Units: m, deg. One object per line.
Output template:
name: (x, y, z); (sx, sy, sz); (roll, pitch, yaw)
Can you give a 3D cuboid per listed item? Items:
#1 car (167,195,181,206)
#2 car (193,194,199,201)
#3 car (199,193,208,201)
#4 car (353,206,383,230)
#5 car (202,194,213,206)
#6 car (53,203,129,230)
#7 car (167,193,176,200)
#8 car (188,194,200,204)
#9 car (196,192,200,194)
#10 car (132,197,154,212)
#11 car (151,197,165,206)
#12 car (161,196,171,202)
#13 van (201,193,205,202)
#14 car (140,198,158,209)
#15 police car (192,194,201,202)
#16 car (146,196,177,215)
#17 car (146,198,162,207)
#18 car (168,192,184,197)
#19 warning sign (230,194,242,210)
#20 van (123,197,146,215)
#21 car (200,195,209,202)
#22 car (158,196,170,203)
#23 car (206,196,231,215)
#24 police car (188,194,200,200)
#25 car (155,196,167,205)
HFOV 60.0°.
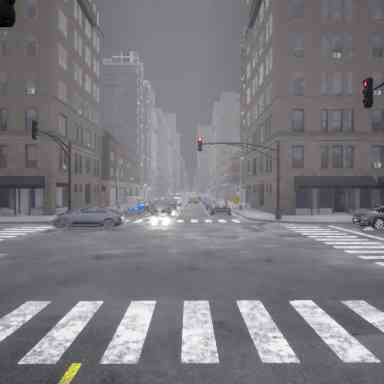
car: (-2.966, 1.494, 43.800); (2.128, 1.511, 4.902); (0, 0, 0)
car: (1.062, 1.447, 89.580); (1.801, 1.575, 5.366); (0, 0, 0)
car: (2.926, 1.309, 84.412); (2.192, 1.841, 5.009); (0, 0, 0)
car: (12.625, 1.518, 20.729); (4.892, 1.490, 1.837); (0, 0, 0)
car: (2.803, 1.443, 44.727); (1.967, 1.590, 4.097); (0, 0, 0)
car: (-6.313, 1.563, 20.602); (4.181, 1.385, 1.994); (0, 0, 0)
car: (-5.582, 1.306, 90.096); (2.192, 1.841, 5.009); (0, 0, 0)
car: (0.193, 1.602, 62.987); (1.895, 1.301, 4.718); (0, 0, 0)
car: (0.223, 1.291, 72.961); (1.882, 1.535, 5.008); (0, 0, 0)
car: (-5.740, 1.442, 39.082); (1.967, 1.590, 4.097); (0, 0, 0)
car: (-5.688, 1.568, 56.087); (1.947, 1.339, 4.313); (0, 0, 0)
car: (-5.634, 1.543, 73.091); (1.887, 1.381, 4.507); (0, 0, 0)
van: (2.838, 1.343, 56.066); (1.690, 1.788, 3.998); (0, 0, 0)
car: (-5.723, 1.568, 44.750); (1.947, 1.339, 4.313); (0, 0, 0)
police car: (1.040, 1.421, 79.485); (1.930, 1.638, 5.238); (0, 0, -1)
car: (-3.003, 1.493, 33.555); (2.128, 1.511, 4.902); (0, 0, 0)
car: (-5.705, 1.585, 50.418); (1.802, 1.307, 4.206); (0, 0, 0)
car: (-2.920, 1.223, 54.528); (2.150, 2.045, 5.566); (0, 0, 0)
warning sign: (5.188, 1.118, 39.376); (1.300, 1.860, 1.060); (0, 0, 0)
van: (-5.758, 1.343, 33.413); (1.690, 1.788, 3.998); (0, 0, 0)
car: (2.909, 1.436, 78.743); (1.967, 1.590, 4.097); (0, 0, 0)
car: (-5.652, 1.566, 67.423); (1.947, 1.339, 4.313); (0, 0, 0)
car: (2.768, 1.442, 33.389); (1.967, 1.590, 4.097); (0, 0, 0)
police car: (0.566, 1.414, 95.408); (1.930, 1.638, 5.238); (0, 0, -16)
car: (-5.670, 1.527, 61.585); (1.752, 1.417, 4.829); (0, 0, 0)
